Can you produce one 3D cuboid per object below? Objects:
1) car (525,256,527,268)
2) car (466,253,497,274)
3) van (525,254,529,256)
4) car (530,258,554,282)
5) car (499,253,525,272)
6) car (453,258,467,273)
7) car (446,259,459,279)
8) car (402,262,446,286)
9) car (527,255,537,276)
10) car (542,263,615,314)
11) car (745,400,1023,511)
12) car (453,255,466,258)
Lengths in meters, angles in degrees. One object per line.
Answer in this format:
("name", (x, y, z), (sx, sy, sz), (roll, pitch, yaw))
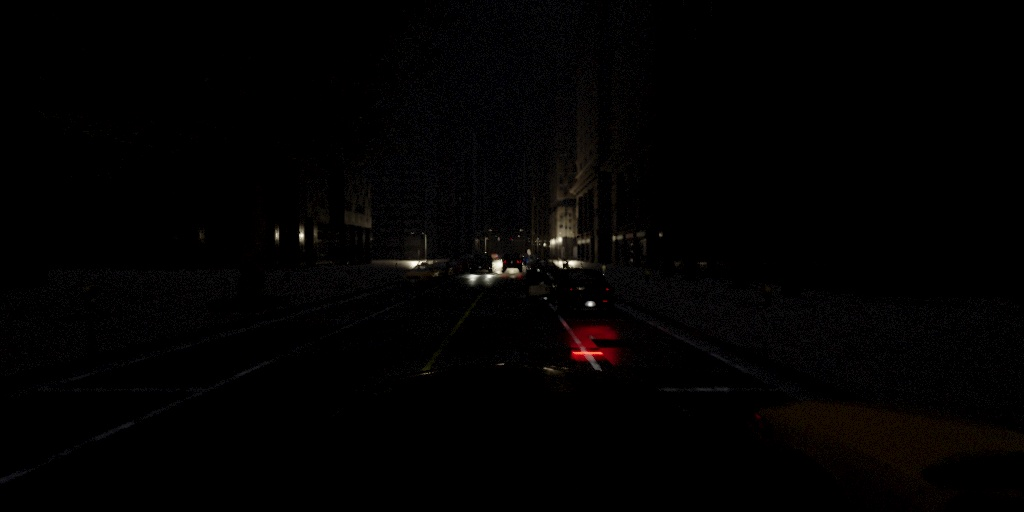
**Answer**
("car", (2.759, 0.991, 46.208), (2.007, 1.370, 4.403), (0, 0, 0))
("car", (-3.087, 0.722, 37.451), (2.150, 2.045, 5.566), (0, 0, 0))
("van", (2.758, 0.743, 51.886), (1.690, 1.789, 3.998), (0, 0, 0))
("car", (2.760, 1.108, 29.175), (2.007, 1.370, 4.403), (0, 0, 0))
("car", (0.042, 0.709, 39.665), (2.150, 2.045, 5.566), (0, 1, 2))
("car", (-5.765, 1.100, 34.844), (1.802, 1.307, 4.207), (0, 0, 0))
("car", (-5.765, 1.139, 29.166), (1.802, 1.307, 4.207), (0, 0, 0))
("car", (-5.764, 1.121, 23.319), (1.751, 1.417, 4.829), (0, 0, 0))
("car", (2.760, 0.958, 34.853), (1.967, 1.591, 4.097), (0, 0, 0))
("car", (2.354, 1.173, 13.194), (1.837, 1.490, 4.892), (0, 0, 0))
("car", (2.763, 1.282, 0.959), (1.751, 1.417, 4.829), (0, 0, 0))
("car", (-5.766, 0.793, 40.521), (2.192, 1.841, 5.009), (0, 0, 0))
